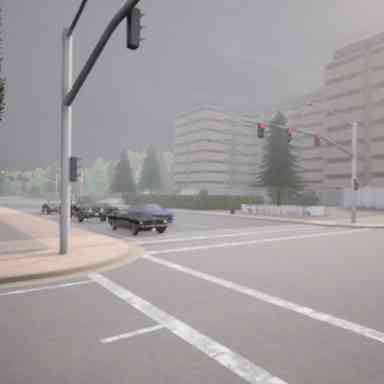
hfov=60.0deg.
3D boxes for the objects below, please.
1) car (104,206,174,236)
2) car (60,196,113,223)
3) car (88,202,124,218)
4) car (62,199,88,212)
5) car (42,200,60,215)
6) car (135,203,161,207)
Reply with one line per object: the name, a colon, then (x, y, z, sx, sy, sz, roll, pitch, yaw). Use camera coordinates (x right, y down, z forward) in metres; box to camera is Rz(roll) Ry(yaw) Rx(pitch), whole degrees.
car: (-3.282, 1.709, 19.647, 1.895, 1.301, 4.718, 1, -1, -35)
car: (-8.788, 1.330, 27.348, 2.150, 2.045, 5.566, 1, -1, -36)
car: (-8.703, 1.753, 33.209, 1.895, 1.301, 4.718, 1, -1, -36)
car: (-14.689, 1.678, 41.548, 1.812, 1.442, 4.674, 1, -1, -35)
car: (-14.772, 1.634, 35.653, 1.812, 1.442, 4.674, 1, -1, -36)
car: (-3.249, 1.630, 25.640, 1.882, 1.535, 5.008, 1, -1, -36)
